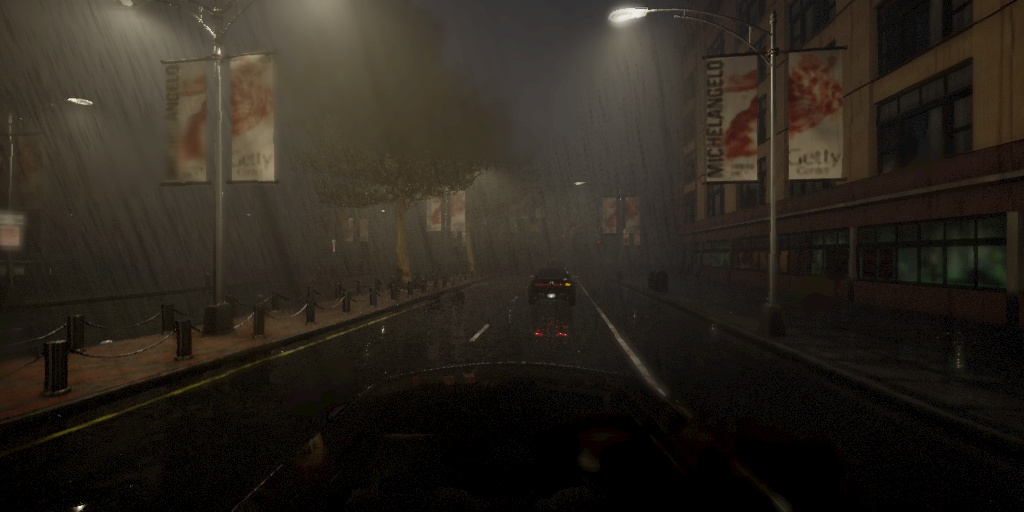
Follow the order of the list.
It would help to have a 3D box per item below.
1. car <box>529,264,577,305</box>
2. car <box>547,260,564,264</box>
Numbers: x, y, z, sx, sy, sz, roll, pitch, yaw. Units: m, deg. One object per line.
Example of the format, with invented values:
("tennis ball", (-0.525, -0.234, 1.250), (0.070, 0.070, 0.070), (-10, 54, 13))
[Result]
("car", (1.816, 1.263, 16.019), (1.837, 1.490, 4.892), (0, 0, 8))
("car", (3.773, 1.113, 30.861), (2.097, 1.767, 4.553), (0, 0, 8))
